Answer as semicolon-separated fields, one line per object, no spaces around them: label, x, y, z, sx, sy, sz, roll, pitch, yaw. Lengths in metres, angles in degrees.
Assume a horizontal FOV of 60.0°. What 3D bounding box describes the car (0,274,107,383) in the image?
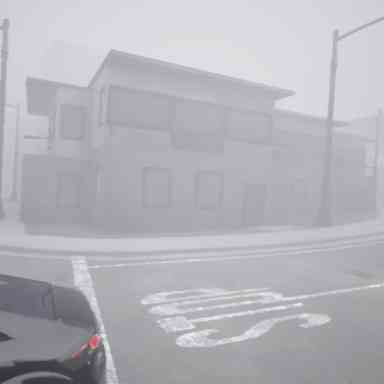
car;-2.837;1.389;2.604;4.181;1.385;1.994;0;2;-25
